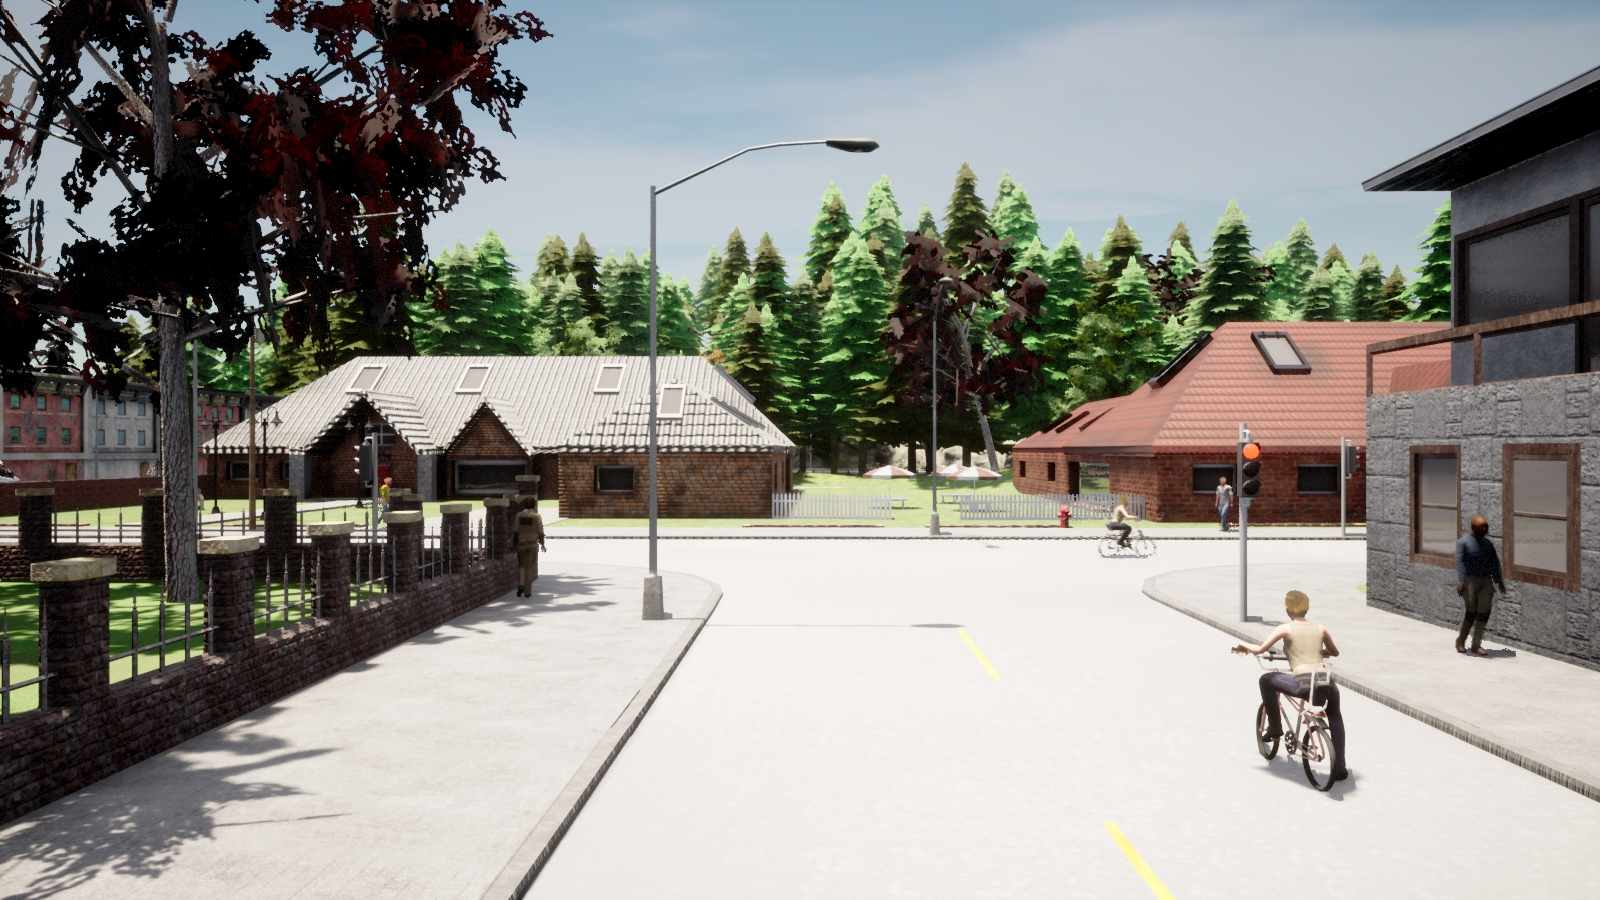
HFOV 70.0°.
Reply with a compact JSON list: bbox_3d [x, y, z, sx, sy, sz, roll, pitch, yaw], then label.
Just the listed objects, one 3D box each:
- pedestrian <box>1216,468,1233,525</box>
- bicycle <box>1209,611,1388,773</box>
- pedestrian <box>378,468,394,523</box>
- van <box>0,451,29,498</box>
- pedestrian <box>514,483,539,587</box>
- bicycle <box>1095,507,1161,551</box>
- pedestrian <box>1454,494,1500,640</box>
[{"bbox_3d":[13.920,1.524,37.488,0.375,1.860,0.375,0,0,-34],"label":"pedestrian"},{"bbox_3d":[4.247,2.036,9.857,0.859,1.080,1.487,0,0,-2],"label":"bicycle"},{"bbox_3d":[-13.913,1.524,38.395,0.375,1.860,0.375,0,0,2],"label":"pedestrian"},{"bbox_3d":[-44.050,1.314,60.786,1.988,2.561,5.915,0,0,2],"label":"van"},{"bbox_3d":[-4.930,1.523,20.596,0.375,1.860,0.375,0,0,-2],"label":"pedestrian"},{"bbox_3d":[8.491,2.036,29.630,1.487,1.080,0.859,0,0,1],"label":"bicycle"},{"bbox_3d":[8.846,1.516,14.937,0.375,1.860,0.375,0,0,1],"label":"pedestrian"}]
